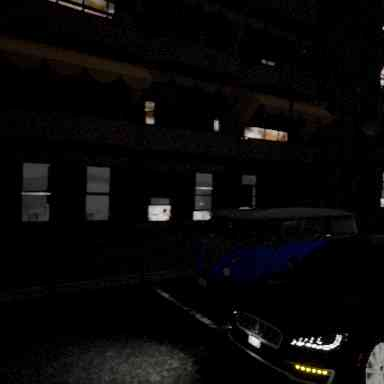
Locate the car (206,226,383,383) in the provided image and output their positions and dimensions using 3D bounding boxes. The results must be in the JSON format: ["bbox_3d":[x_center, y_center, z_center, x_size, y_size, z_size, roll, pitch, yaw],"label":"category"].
[{"bbox_3d":[2.795,1.467,5.050,4.892,1.490,1.837,0,1,-31],"label":"car"}]

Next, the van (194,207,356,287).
[{"bbox_3d":[2.018,1.255,7.583,3.998,1.788,1.690,0,2,-31],"label":"van"}]
